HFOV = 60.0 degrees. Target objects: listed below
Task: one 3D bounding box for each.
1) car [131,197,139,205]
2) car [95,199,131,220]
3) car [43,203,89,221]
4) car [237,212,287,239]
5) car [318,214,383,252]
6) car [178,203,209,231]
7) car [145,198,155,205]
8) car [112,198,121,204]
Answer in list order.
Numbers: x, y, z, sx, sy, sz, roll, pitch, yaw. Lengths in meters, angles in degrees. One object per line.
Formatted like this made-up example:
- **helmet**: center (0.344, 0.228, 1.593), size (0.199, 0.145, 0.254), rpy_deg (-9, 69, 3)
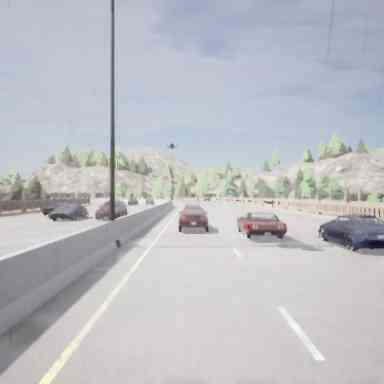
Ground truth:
- **car**: center (-12.421, 1.924, 70.983), size (2.097, 1.767, 4.553), rpy_deg (0, -1, -10)
- **car**: center (-7.119, 1.549, 29.700), size (2.097, 1.767, 4.553), rpy_deg (0, 0, 0)
- **car**: center (-10.622, 1.740, 29.158), size (2.033, 1.411, 5.357), rpy_deg (0, 0, 0)
- **car**: center (3.584, 1.713, 17.979), size (1.895, 1.301, 4.718), rpy_deg (0, 0, 0)
- **car**: center (7.088, 1.652, 14.394), size (1.994, 1.385, 4.181), rpy_deg (0, 0, 0)
- **car**: center (0.096, 1.663, 21.456), size (1.812, 1.442, 4.674), rpy_deg (0, 0, 0)
- **car**: center (-9.012, 2.117, 71.828), size (1.812, 1.442, 4.674), rpy_deg (0, -1, -10)
- **car**: center (-17.443, 2.040, 76.759), size (1.895, 1.301, 4.718), rpy_deg (0, -1, -15)
